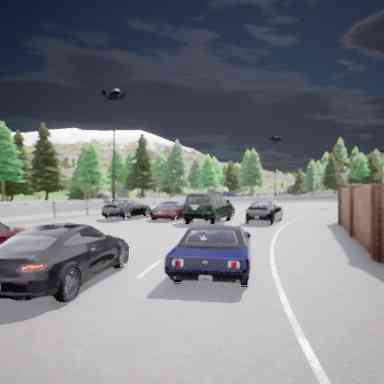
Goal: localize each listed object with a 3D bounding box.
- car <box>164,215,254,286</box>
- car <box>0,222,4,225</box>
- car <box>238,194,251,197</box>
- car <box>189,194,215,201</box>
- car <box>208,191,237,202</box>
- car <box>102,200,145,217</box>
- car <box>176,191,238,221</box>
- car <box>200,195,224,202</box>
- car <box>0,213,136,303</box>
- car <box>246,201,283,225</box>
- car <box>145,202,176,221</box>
[{"bbox_3d":[0.694,1.550,9.293,1.895,1.301,4.718,0,0,10],"label":"car"},{"bbox_3d":[-6.380,1.426,9.427,1.882,1.535,5.008,0,1,10],"label":"car"},{"bbox_3d":[8.910,1.162,61.186,4.902,1.511,2.128,0,0,-38],"label":"car"},{"bbox_3d":[2.132,1.167,69.318,5.357,1.411,2.033,0,0,-41],"label":"car"},{"bbox_3d":[5.872,0.881,63.295,5.566,2.045,2.150,0,0,-39],"label":"car"},{"bbox_3d":[-5.029,1.351,26.147,2.128,1.511,4.902,0,0,24],"label":"car"},{"bbox_3d":[1.226,1.099,23.130,2.150,2.045,5.566,0,1,23],"label":"car"},{"bbox_3d":[3.979,1.243,66.352,4.718,1.301,1.895,0,0,-39],"label":"car"},{"bbox_3d":[-3.077,1.481,8.065,1.812,1.442,4.674,0,0,10],"label":"car"},{"bbox_3d":[5.101,1.367,23.141,2.128,1.511,4.902,0,0,25],"label":"car"},{"bbox_3d":[-1.440,1.426,25.593,1.994,1.385,4.181,0,0,25],"label":"car"}]
